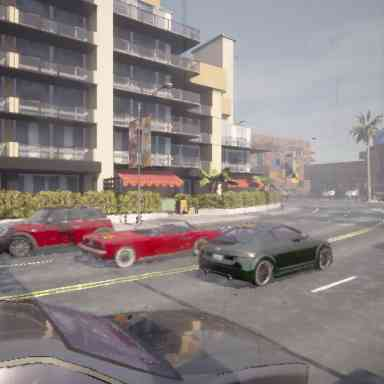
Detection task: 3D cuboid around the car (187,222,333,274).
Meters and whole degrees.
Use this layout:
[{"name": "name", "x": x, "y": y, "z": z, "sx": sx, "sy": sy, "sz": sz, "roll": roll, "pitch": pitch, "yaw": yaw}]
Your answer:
[{"name": "car", "x": 2.179, "y": 1.559, "z": 9.394, "sx": 4.181, "sy": 1.385, "sz": 1.994, "roll": 0, "pitch": 0, "yaw": -39}]

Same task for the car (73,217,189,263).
[{"name": "car", "x": -1.289, "y": 1.594, "z": 11.333, "sx": 4.718, "sy": 1.301, "sz": 1.895, "roll": 0, "pitch": 0, "yaw": -39}]

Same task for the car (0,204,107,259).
[{"name": "car", "x": -5.276, "y": 1.342, "z": 12.740, "sx": 4.553, "sy": 1.767, "sz": 2.097, "roll": 0, "pitch": 0, "yaw": -38}]

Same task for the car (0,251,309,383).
[{"name": "car", "x": -1.472, "y": 1.545, "z": 2.131, "sx": 5.357, "sy": 1.411, "sz": 2.033, "roll": 0, "pitch": 0, "yaw": -36}]
